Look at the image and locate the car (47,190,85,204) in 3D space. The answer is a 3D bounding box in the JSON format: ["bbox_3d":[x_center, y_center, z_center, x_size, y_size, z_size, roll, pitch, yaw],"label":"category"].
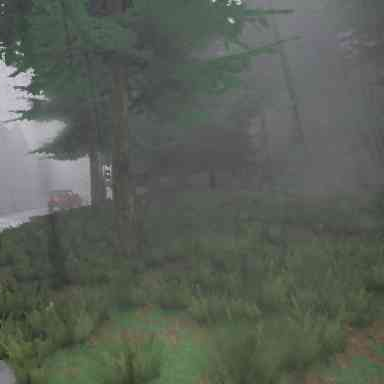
[{"bbox_3d":[-13.134,0.825,34.396,2.150,2.045,5.566,-4,1,-5],"label":"car"}]
